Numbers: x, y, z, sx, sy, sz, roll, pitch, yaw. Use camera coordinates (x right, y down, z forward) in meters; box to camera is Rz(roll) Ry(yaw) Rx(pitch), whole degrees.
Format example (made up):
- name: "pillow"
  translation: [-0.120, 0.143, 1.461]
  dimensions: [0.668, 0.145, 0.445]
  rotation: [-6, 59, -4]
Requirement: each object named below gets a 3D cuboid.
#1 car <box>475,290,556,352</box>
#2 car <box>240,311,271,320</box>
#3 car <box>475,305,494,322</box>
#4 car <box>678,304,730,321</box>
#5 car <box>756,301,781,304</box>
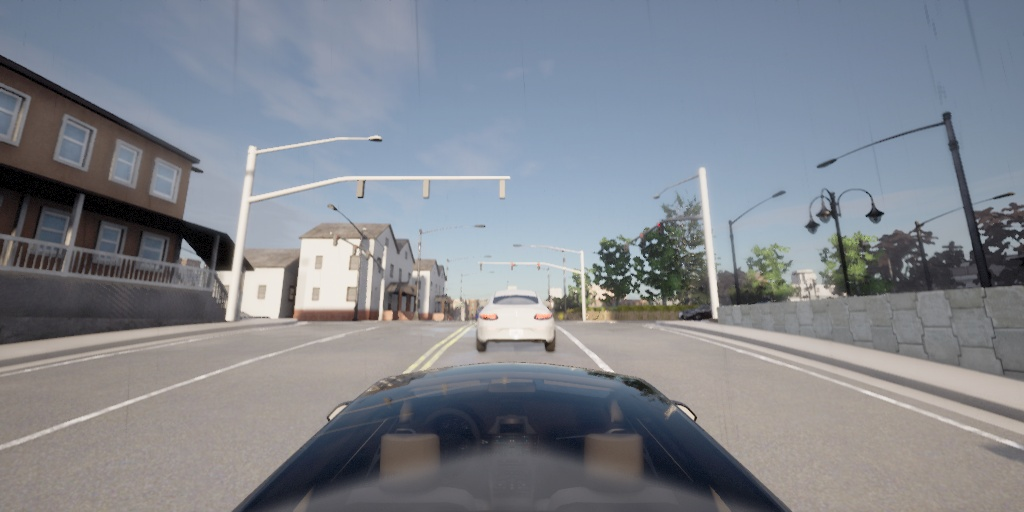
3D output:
- name: "car"
  translation: [0.092, 1.648, 9.764]
  dimensions: [1.812, 1.442, 4.674]
  rotation: [0, -6, 0]
- name: "car"
  translation: [-20.137, 4.925, 25.577]
  dimensions: [5.566, 2.045, 2.150]
  rotation: [-9, -10, -1]
- name: "car"
  translation: [-3.582, 7.704, 47.619]
  dimensions: [2.150, 2.045, 5.566]
  rotation: [0, -10, 0]
- name: "car"
  translation: [16.002, 4.607, 28.908]
  dimensions: [4.902, 1.511, 2.128]
  rotation: [0, -10, 1]
- name: "car"
  translation: [18.777, 3.940, 25.278]
  dimensions: [5.008, 1.535, 1.882]
  rotation: [0, -10, 1]
